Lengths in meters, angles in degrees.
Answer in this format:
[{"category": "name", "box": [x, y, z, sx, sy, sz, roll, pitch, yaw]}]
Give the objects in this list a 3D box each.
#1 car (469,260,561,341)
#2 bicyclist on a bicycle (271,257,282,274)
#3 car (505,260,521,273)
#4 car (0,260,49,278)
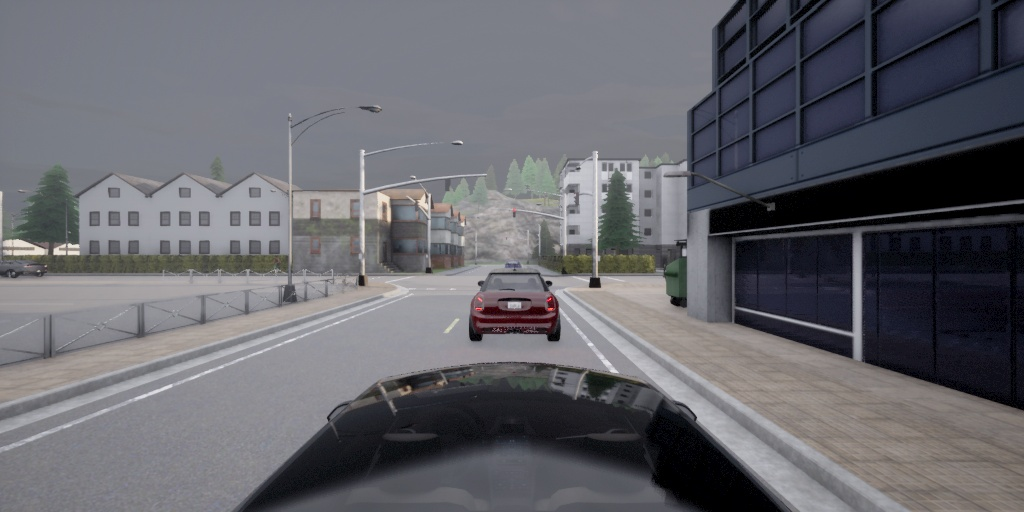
[{"category": "car", "box": [0.084, 1.104, 10.010, 2.097, 1.767, 4.553, 0, 0, 1]}, {"category": "bicyclist on a bicycle", "box": [-22.217, 0.881, 33.848, 0.582, 1.620, 1.656, 0, 0, 0]}, {"category": "car", "box": [0.169, 1.236, 44.893, 1.882, 1.535, 5.008, 0, 0, 1]}, {"category": "car", "box": [-42.107, 1.071, 30.094, 4.902, 1.511, 2.128, 0, 0, 0]}]
